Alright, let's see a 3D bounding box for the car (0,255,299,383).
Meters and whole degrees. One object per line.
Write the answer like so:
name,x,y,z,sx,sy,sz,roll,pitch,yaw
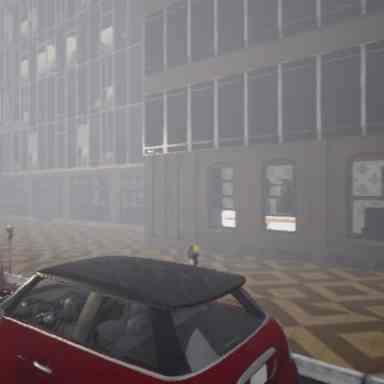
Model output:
car,-1.074,1.441,3.641,4.097,1.590,1.967,0,0,35
